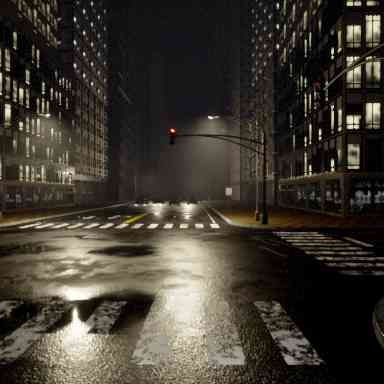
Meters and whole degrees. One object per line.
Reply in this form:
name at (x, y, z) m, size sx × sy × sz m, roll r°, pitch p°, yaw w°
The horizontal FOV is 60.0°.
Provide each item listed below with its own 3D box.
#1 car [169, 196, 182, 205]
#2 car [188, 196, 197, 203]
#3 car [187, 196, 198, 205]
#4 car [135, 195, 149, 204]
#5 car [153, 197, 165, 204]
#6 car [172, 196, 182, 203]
car at (-3.166, 1.647, 59.766) m, size 2.033 × 1.411 × 5.357 m, roll 0°, pitch 0°, yaw 0°
car at (0.100, 1.584, 70.627) m, size 1.895 × 1.301 × 4.718 m, roll 0°, pitch 0°, yaw 0°
car at (0.085, 1.649, 60.179) m, size 2.033 × 1.411 × 5.357 m, roll 0°, pitch 0°, yaw 0°
car at (-9.660, 1.468, 64.391) m, size 2.097 × 1.767 × 4.553 m, roll 0°, pitch 0°, yaw 0°
car at (-6.410, 1.680, 64.356) m, size 1.994 × 1.385 × 4.181 m, roll 0°, pitch 0°, yaw 0°
car at (-3.151, 1.523, 70.185) m, size 1.994 × 1.385 × 4.181 m, roll 0°, pitch 0°, yaw 0°
